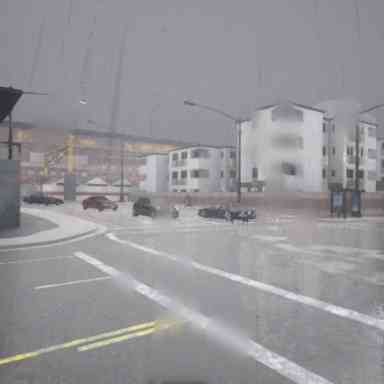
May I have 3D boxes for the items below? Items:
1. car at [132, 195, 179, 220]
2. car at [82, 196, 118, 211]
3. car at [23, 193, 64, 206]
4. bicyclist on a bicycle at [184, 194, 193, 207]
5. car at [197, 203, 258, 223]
[{"bbox_3d":[-2.965,1.200,26.703,2.097,1.767,4.553,1,1,-37],"label":"car"},{"bbox_3d":[-9.503,1.136,34.053,4.674,1.442,1.812,2,1,41],"label":"car"},{"bbox_3d":[-17.907,0.867,39.947,5.357,1.411,2.033,2,0,27],"label":"car"},{"bbox_3d":[-0.448,1.103,40.969,0.582,1.620,1.656,2,0,44],"label":"bicyclist on a bicycle"},{"bbox_3d":[2.611,1.518,25.538,2.033,1.411,5.357,1,0,-35],"label":"car"}]
